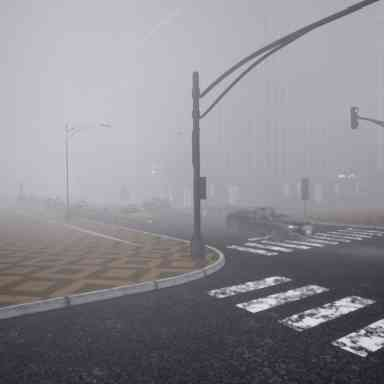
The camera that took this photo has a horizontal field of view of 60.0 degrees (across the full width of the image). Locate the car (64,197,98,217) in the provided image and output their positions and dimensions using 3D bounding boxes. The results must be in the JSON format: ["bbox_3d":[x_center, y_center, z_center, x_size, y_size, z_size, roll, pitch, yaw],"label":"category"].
[{"bbox_3d":[-10.439,1.533,31.893,1.752,1.417,4.829,-1,1,-36],"label":"car"}]

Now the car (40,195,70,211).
[{"bbox_3d":[-16.967,1.429,41.096,1.967,1.590,4.097,-1,1,-36],"label":"car"}]

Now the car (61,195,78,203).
[{"bbox_3d":[-23.515,1.385,63.752,2.008,1.369,4.403,-1,1,-36],"label":"car"}]

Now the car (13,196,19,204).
[{"bbox_3d":[-33.157,1.493,63.676,2.008,1.369,4.403,-1,1,-36],"label":"car"}]

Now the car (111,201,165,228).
[{"bbox_3d":[-4.019,1.552,22.819,1.752,1.417,4.829,-1,1,-36],"label":"car"}]

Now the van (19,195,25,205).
[{"bbox_3d":[-26.683,1.302,54.643,1.690,1.788,3.998,-1,1,-36],"label":"van"}]

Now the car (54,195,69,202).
[{"bbox_3d":[-26.753,1.407,68.268,1.802,1.307,4.206,-1,1,-36],"label":"car"}]

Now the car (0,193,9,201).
[{"bbox_3d":[-46.110,1.449,81.740,1.887,1.381,4.507,-1,1,-36],"label":"car"}]

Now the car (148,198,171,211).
[{"bbox_3d":[-4.040,1.328,36.691,1.967,1.590,4.097,-1,1,-36],"label":"car"}]

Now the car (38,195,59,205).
[{"bbox_3d":[-23.729,1.339,54.926,2.128,1.511,4.902,-1,1,-36],"label":"car"}]

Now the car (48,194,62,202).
[{"bbox_3d":[-29.993,1.256,72.783,1.967,1.590,4.097,-1,1,-36],"label":"car"}]

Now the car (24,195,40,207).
[{"bbox_3d":[-23.443,1.411,50.128,1.967,1.590,4.097,-1,1,-36],"label":"car"}]

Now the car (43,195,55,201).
[{"bbox_3d":[-33.330,1.331,77.438,1.752,1.417,4.829,-1,1,-36],"label":"car"}]

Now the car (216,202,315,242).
[{"bbox_3d":[3.718,1.498,16.654,2.128,1.511,4.902,-1,1,-36],"label":"car"}]

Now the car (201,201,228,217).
[{"bbox_3d":[2.496,1.455,27.700,2.008,1.369,4.403,-1,1,-36],"label":"car"}]
